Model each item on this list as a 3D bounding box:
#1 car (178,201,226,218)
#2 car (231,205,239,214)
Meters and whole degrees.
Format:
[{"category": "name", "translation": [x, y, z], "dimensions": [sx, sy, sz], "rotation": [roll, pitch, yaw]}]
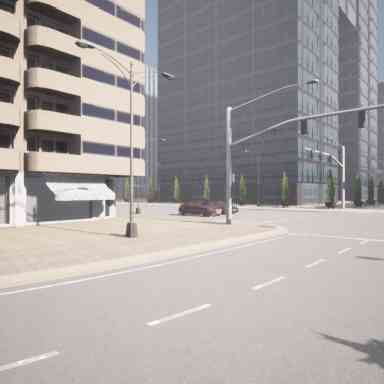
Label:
[{"category": "car", "translation": [0.706, 1.581, 31.540], "dimensions": [4.674, 1.442, 1.812], "rotation": [0, 0, 40]}, {"category": "car", "translation": [2.782, 1.619, 34.343], "dimensions": [4.181, 1.385, 1.994], "rotation": [0, 0, 41]}]
